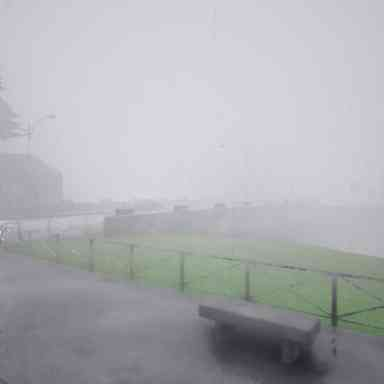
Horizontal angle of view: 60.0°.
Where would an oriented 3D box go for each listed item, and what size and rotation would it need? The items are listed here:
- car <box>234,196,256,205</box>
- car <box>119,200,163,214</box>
[{"bbox_3d":[8.492,1.371,52.754,1.812,1.442,4.674,0,0,36],"label":"car"},{"bbox_3d":[-5.096,1.446,33.854,1.895,1.301,4.718,0,0,36],"label":"car"}]
